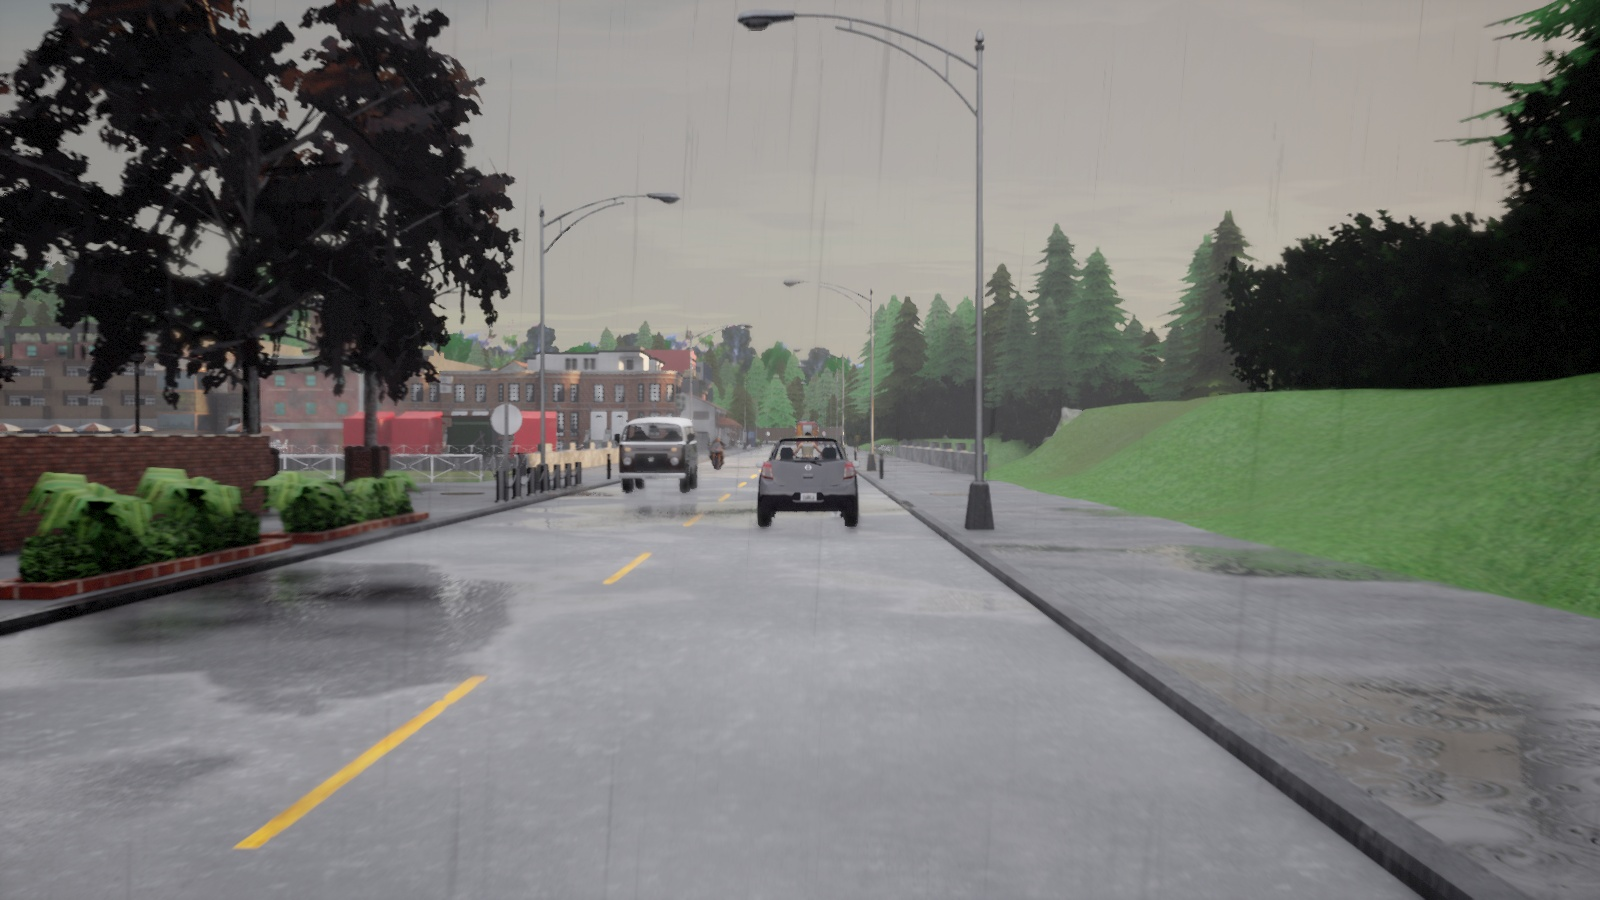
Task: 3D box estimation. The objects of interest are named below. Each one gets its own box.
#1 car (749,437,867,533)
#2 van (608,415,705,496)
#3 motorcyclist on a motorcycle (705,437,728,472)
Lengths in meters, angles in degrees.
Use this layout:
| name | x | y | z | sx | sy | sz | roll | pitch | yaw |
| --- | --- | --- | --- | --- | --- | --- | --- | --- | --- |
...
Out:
| name | x | y | z | sx | sy | sz | roll | pitch | yaw |
| --- | --- | --- | --- | --- | --- | --- | --- | --- | --- |
| car | 0.136 | 0.531 | 21.556 | 1.845 | 1.501 | 3.633 | 0 | 1 | 0 |
| van | -3.795 | 0.105 | 33.940 | 2.069 | 2.038 | 4.480 | 0 | 1 | 0 |
| motorcyclist on a motorcycle | -3.675 | 0.189 | 55.616 | 0.866 | 1.530 | 2.191 | 0 | 1 | 0 |
